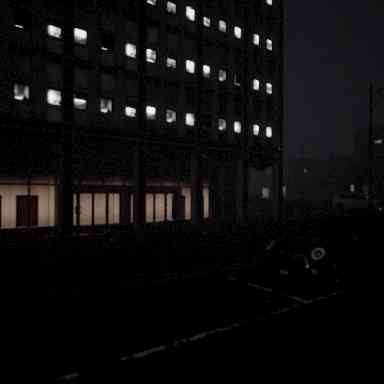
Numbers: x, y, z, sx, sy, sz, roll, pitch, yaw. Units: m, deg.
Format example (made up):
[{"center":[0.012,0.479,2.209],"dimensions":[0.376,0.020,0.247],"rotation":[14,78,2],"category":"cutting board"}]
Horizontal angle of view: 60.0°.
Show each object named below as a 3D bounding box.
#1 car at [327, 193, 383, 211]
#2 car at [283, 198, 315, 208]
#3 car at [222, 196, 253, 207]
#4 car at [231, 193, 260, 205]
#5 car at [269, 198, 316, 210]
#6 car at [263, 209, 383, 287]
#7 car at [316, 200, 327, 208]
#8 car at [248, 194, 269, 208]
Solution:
[{"center":[17.694,1.162,35.137],"dimensions":[2.150,2.045,5.566],"rotation":[0,1,-36],"category":"car"},{"center":[15.509,1.513,48.523],"dimensions":[1.802,1.307,4.206],"rotation":[1,0,-35],"category":"car"},{"center":[6.876,1.345,50.839],"dimensions":[1.882,1.535,5.008],"rotation":[0,0,-35],"category":"car"},{"center":[9.214,1.201,57.632],"dimensions":[2.192,1.841,5.009],"rotation":[1,0,-35],"category":"car"},{"center":[11.764,1.453,39.204],"dimensions":[2.008,1.369,4.403],"rotation":[1,0,-35],"category":"car"},{"center":[3.883,1.448,9.331],"dimensions":[4.097,1.590,1.967],"rotation":[0,0,-36],"category":"car"},{"center":[18.562,1.479,44.108],"dimensions":[1.752,1.417,4.829],"rotation":[1,0,-35],"category":"car"},{"center":[8.617,1.194,43.759],"dimensions":[2.192,1.841,5.009],"rotation":[1,0,-35],"category":"car"}]
